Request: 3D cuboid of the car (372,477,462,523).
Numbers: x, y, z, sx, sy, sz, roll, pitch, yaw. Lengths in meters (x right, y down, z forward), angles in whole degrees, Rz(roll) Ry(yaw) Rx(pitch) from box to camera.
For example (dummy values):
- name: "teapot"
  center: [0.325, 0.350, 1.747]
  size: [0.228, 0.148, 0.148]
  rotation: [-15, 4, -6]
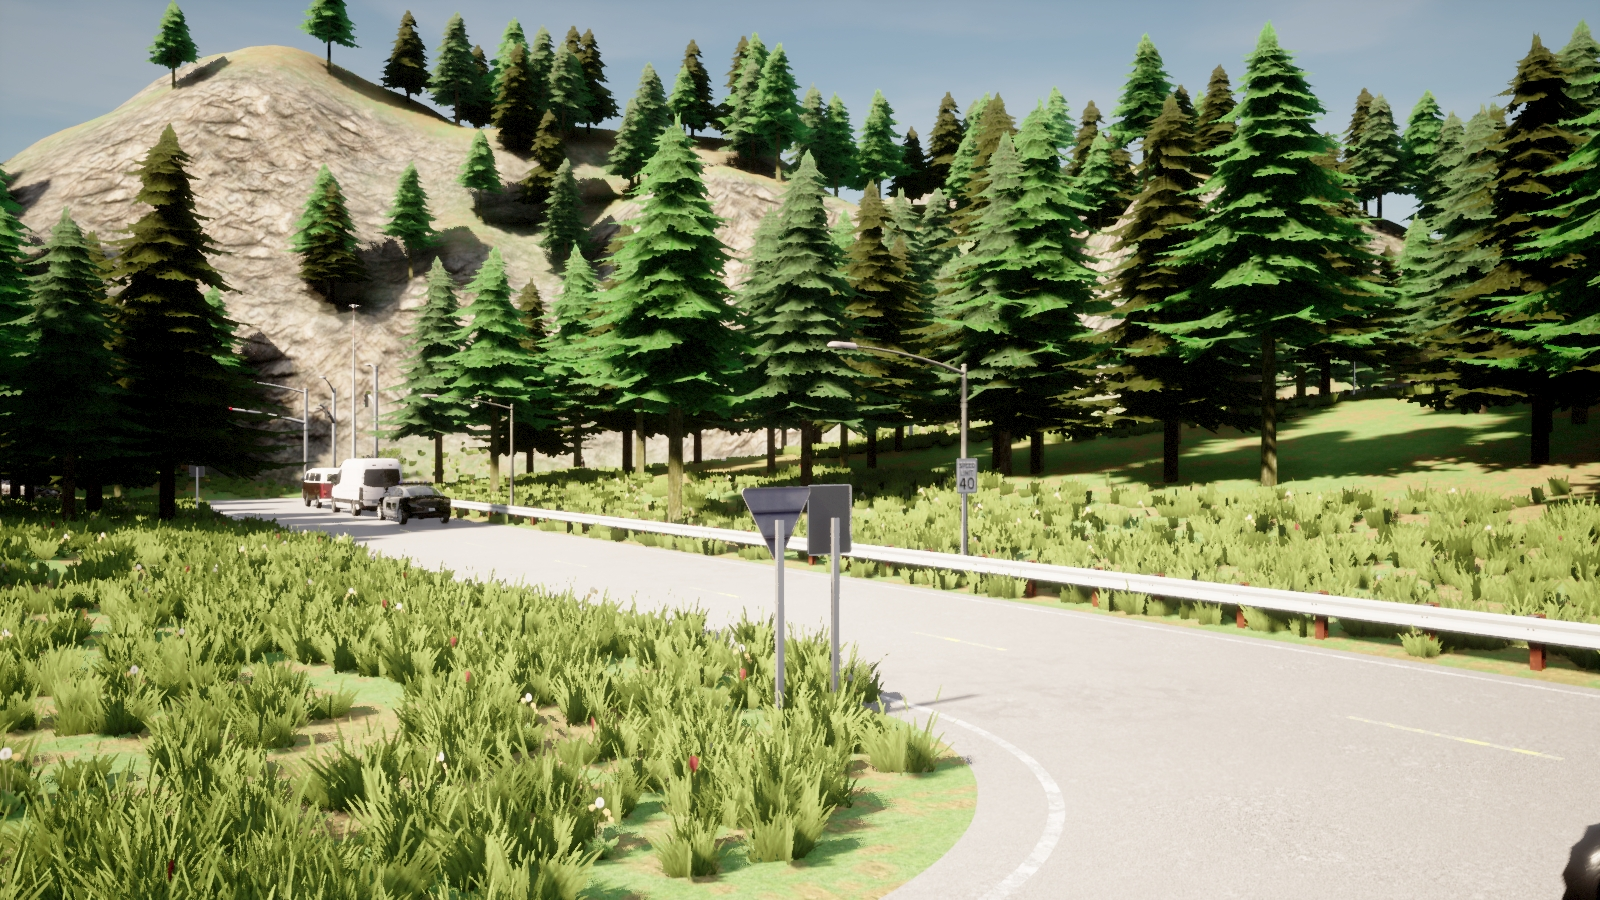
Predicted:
- name: "car"
  center: [-15.723, 1.982, 46.760]
  size: [2.097, 1.638, 5.238]
  rotation: [0, 0, -35]

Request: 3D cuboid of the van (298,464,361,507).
- name: "van"
  center: [-24.143, 1.782, 58.581]
  size: [2.069, 2.038, 4.480]
  rotation: [0, 0, -35]

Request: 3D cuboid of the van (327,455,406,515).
- name: "van"
  center: [-20.079, 1.534, 52.765]
  size: [1.988, 2.561, 5.915]
  rotation: [0, 0, -35]
